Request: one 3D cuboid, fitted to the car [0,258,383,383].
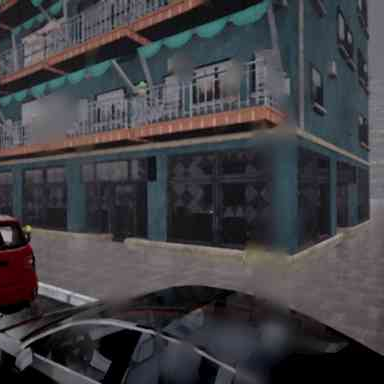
[{"bbox_3d":[-0.295,1.558,2.941,4.313,1.339,1.947,0,0,35],"label":"car"}]

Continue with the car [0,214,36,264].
[{"bbox_3d":[-4.905,1.283,6.225,5.009,1.841,2.192,0,0,35],"label":"car"}]
